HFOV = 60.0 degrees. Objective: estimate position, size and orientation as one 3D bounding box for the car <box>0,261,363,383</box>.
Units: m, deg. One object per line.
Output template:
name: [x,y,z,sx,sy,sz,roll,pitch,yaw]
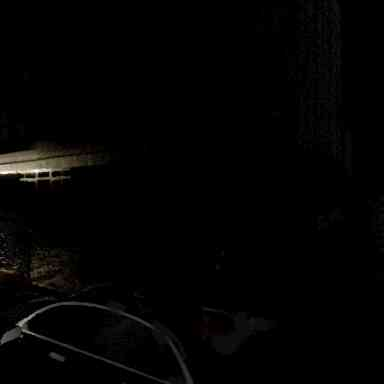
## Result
car: [-0.653,1.568,3.427,4.403,1.369,2.008,-1,0,35]
